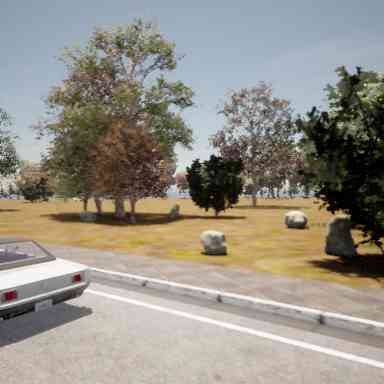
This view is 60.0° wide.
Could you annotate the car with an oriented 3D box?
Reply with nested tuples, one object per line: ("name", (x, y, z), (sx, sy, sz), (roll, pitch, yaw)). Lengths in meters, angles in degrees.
("car", (-4.325, 1.595, 6.756), (4.718, 1.301, 1.895), (0, 0, 33))
